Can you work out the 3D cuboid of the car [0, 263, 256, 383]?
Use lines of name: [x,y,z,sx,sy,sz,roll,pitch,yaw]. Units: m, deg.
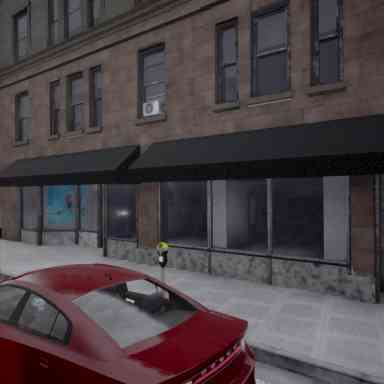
car: [-1.501,1.545,3.919,4.507,1.381,1.887,0,0,35]
